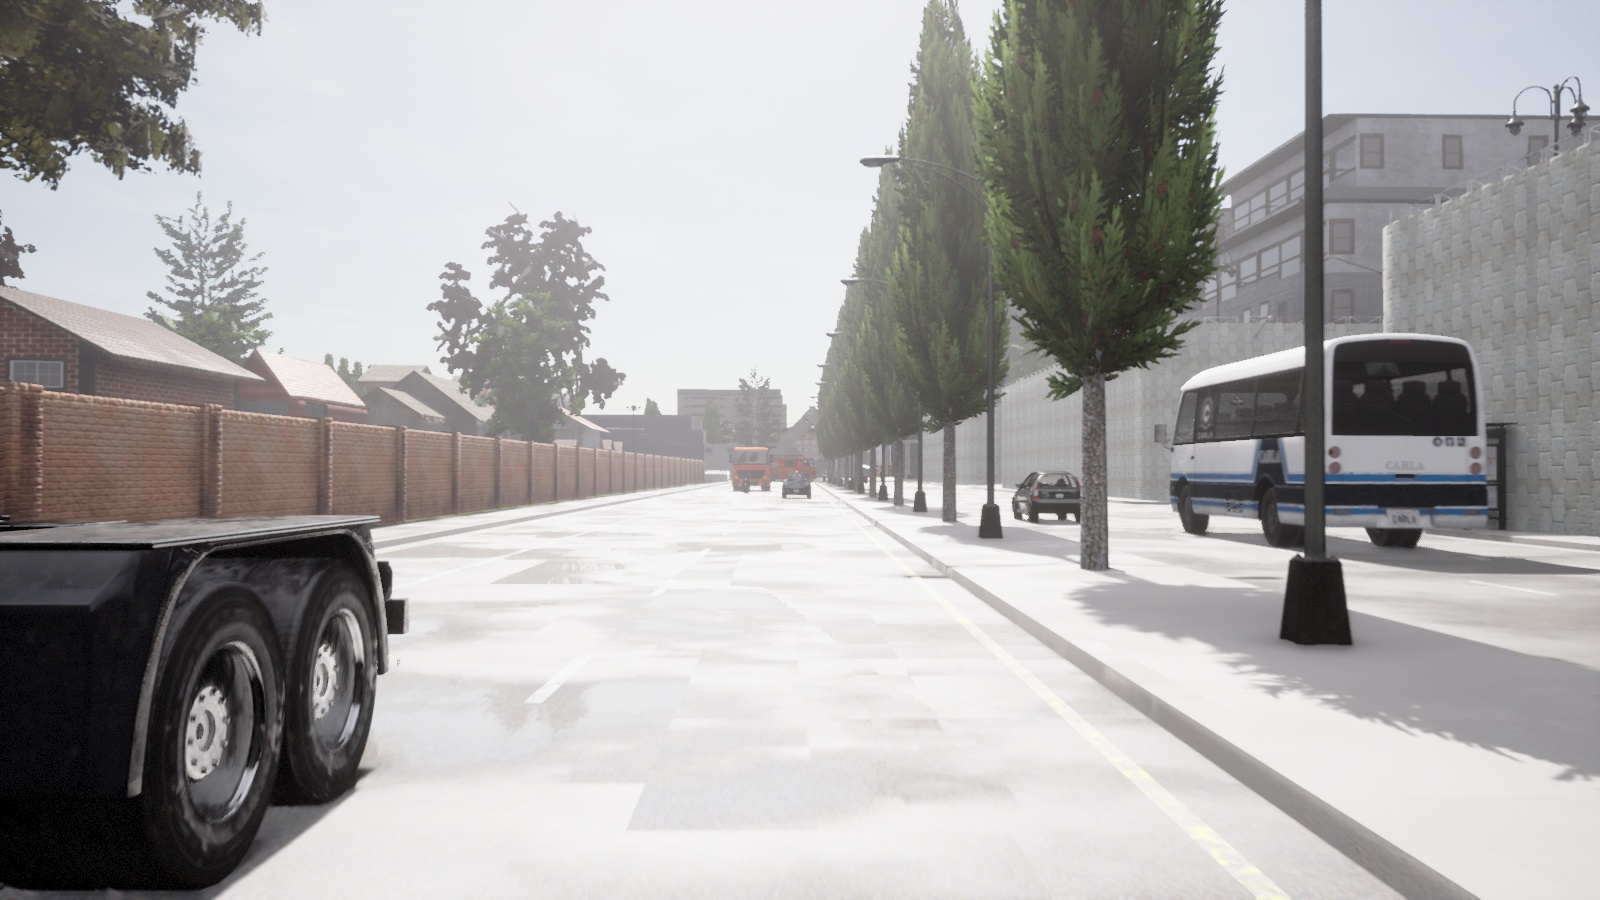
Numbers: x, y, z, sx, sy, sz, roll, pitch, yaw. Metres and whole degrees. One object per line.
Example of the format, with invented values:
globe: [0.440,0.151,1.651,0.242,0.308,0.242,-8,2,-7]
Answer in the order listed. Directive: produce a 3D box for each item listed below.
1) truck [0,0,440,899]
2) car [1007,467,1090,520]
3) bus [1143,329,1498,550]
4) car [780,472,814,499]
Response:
truck: [-3.512,-0.099,3.262,2.891,3.462,7.936,0,-1,0]
car: [7.902,1.355,40.240,1.851,1.617,3.988,0,-1,0]
bus: [11.423,-0.117,29.311,3.944,4.253,10.273,0,-1,0]
car: [-0.174,2.032,71.819,1.845,1.501,3.633,0,-1,0]
